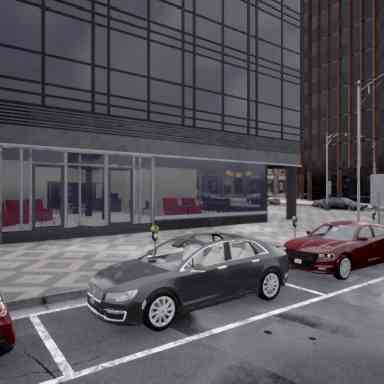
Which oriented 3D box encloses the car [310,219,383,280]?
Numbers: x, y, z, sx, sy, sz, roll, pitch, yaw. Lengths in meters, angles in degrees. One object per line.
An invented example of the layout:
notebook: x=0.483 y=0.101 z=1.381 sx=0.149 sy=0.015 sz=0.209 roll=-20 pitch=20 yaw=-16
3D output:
car: x=4.575 y=1.545 z=9.922 sx=4.507 sy=1.381 sz=1.887 roll=0 pitch=0 yaw=-36

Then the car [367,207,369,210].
car: x=9.016 y=1.441 z=13.094 sx=4.097 sy=1.590 sz=1.967 roll=0 pitch=0 yaw=-36

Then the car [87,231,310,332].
car: x=0.135 y=1.551 z=6.750 sx=4.403 sy=1.369 sz=2.008 roll=0 pitch=0 yaw=-36

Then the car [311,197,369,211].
car: x=14.941 y=1.203 z=33.803 sx=2.033 sy=1.411 sz=5.357 roll=0 pitch=1 yaw=-41

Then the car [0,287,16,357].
car: x=-4.306 y=1.440 z=3.578 sx=4.097 sy=1.590 sz=1.967 roll=0 pitch=0 yaw=-36

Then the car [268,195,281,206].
car: x=9.009 y=0.961 z=42.166 sx=1.837 sy=1.490 sz=4.892 roll=0 pitch=1 yaw=-36
